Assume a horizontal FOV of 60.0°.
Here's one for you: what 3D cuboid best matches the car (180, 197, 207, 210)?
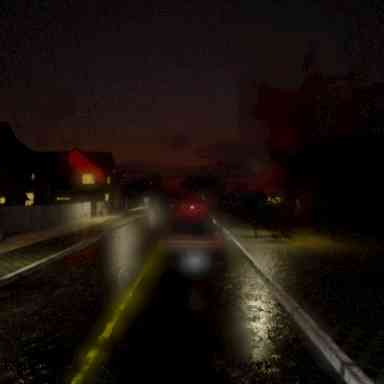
[{"bbox_3d":[0.109,1.423,29.283,2.150,2.045,5.566,0,0,0],"label":"car"}]

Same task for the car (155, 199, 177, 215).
[{"bbox_3d":[-2.826,1.620,36.953,2.097,1.767,4.553,0,-1,0],"label":"car"}]

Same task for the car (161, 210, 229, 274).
[{"bbox_3d":[0.087,1.558,10.828,2.128,1.511,4.902,0,0,0],"label":"car"}]
